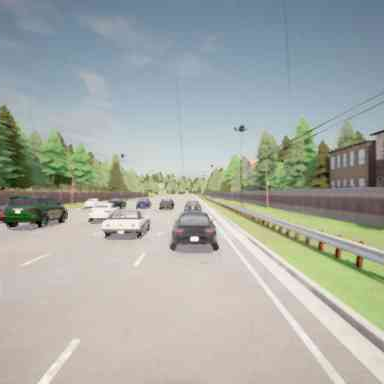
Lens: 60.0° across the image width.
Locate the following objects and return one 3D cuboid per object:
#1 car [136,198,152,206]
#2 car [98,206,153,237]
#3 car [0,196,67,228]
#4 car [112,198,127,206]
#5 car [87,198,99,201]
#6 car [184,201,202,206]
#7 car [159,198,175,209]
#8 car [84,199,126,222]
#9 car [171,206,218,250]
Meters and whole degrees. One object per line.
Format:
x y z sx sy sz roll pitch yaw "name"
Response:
-6.920 1.635 48.344 1.812 1.442 4.674 0 0 0 "car"
-3.409 1.642 18.167 1.895 1.301 4.718 0 0 0 "car"
-10.410 1.275 22.553 2.150 2.045 5.566 0 0 0 "car"
-10.422 1.583 46.531 1.882 1.535 5.008 0 0 0 "car"
-13.920 1.633 47.440 1.812 1.442 4.674 0 0 0 "car"
0.085 1.628 35.241 2.033 1.411 5.357 0 0 0 "car"
-3.422 1.597 46.119 2.128 1.511 4.902 0 0 0 "car"
-6.912 1.587 26.752 1.812 1.442 4.674 0 0 0 "car"
0.092 1.559 14.457 1.812 1.442 4.674 0 0 0 "car"
